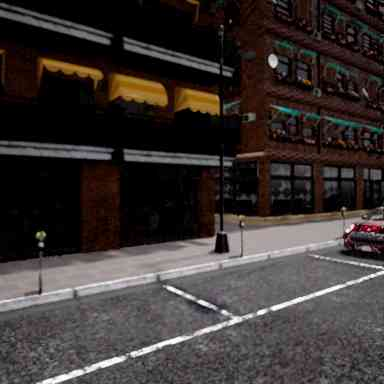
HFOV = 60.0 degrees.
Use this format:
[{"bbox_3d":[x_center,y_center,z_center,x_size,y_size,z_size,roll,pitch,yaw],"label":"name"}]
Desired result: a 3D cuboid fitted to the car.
[{"bbox_3d":[7.113,1.220,11.642,4.097,1.590,1.967,-1,1,-35],"label":"car"}]
